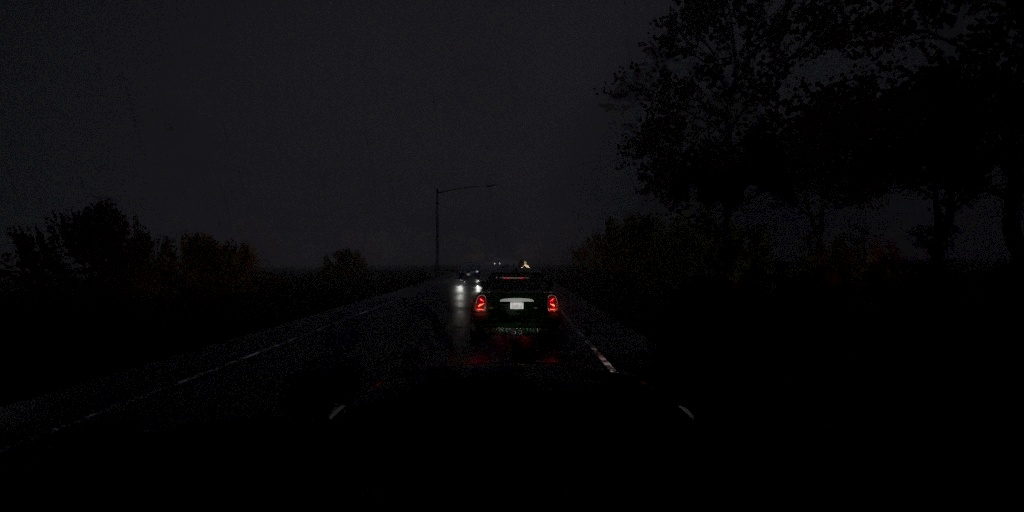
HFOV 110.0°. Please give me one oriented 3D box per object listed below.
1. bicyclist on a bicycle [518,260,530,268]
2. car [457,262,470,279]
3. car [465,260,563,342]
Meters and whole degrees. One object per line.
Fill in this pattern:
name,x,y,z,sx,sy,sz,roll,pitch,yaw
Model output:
bicyclist on a bicycle,0.957,1.177,25.736,0.866,1.612,1.509,0,0,1
car,-3.616,1.264,31.909,1.812,1.442,4.674,0,0,0
car,0.107,1.099,9.913,2.097,1.767,4.553,0,0,0
